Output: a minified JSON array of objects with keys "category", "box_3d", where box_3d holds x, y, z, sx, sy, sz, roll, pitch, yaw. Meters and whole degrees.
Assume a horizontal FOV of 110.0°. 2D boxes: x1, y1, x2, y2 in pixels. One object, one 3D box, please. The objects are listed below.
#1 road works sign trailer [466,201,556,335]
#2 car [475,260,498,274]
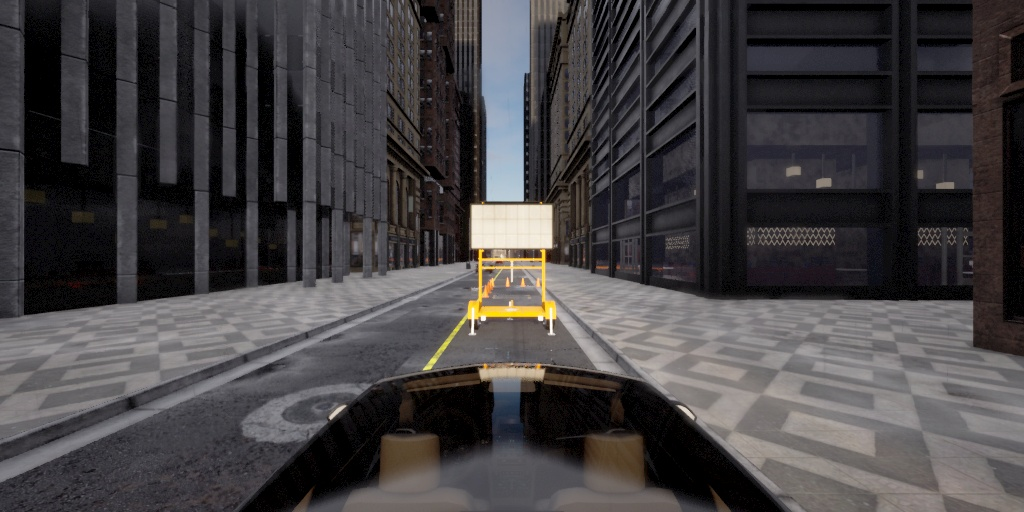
[{"category":"road works sign trailer","box_3d":[-0.001,0.215,10.480,2.380,3.560,2.880,0,0,0]},{"category":"car","box_3d":[-3.118,1.250,40.959,2.128,1.511,4.902,0,0,0]}]
